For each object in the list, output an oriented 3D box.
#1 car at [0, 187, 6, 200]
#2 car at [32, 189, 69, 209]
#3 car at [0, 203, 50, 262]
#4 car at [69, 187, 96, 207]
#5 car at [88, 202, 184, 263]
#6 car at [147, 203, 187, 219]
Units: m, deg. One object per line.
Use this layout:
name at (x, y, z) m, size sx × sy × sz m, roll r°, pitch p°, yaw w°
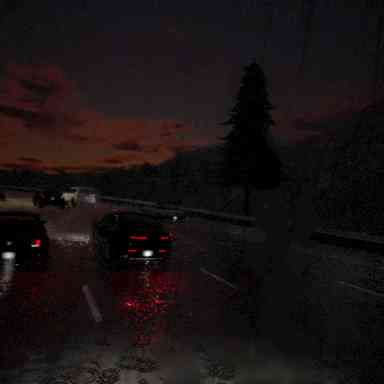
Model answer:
car at (-22.166, 0.104, 37.296) m, size 1.812 × 1.442 × 4.674 m, roll 5°, pitch 0°, yaw -38°
car at (-13.420, 0.528, 31.022) m, size 2.097 × 1.767 × 4.553 m, roll 4°, pitch 0°, yaw -34°
car at (-5.568, 1.248, 10.368) m, size 1.895 × 1.301 × 4.718 m, roll 4°, pitch 0°, yaw -26°
car at (-12.093, 0.514, 35.578) m, size 2.150 × 2.045 × 5.566 m, roll 5°, pitch 0°, yaw -36°
car at (-2.264, 1.395, 11.514) m, size 1.837 × 1.490 × 4.892 m, roll 5°, pitch 0°, yaw -26°
car at (-2.345, 1.550, 26.464) m, size 1.895 × 1.301 × 4.718 m, roll 4°, pitch 0°, yaw -31°
